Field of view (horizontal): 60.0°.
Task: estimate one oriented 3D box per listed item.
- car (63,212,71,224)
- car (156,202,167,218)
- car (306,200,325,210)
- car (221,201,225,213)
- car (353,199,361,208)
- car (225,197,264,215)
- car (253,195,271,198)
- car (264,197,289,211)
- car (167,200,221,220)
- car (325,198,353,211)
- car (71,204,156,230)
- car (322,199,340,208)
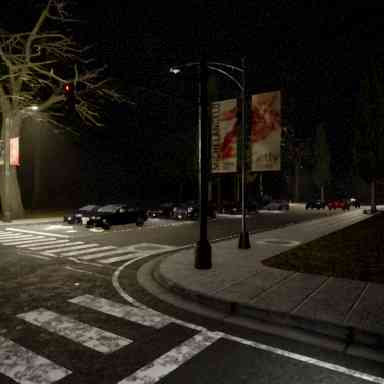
[{"bbox_3d":[-7.187,1.637,24.303,1.994,1.385,4.181,0,0,36],"label":"car"},{"bbox_3d":[-1.855,1.666,31.847,2.033,1.411,5.357,0,0,35],"label":"car"},{"bbox_3d":[17.858,1.823,48.217,1.812,1.442,4.674,0,0,35],"label":"car"},{"bbox_3d":[3.875,1.776,39.995,1.895,1.301,4.718,0,0,35],"label":"car"},{"bbox_3d":[26.438,1.892,54.763,2.128,1.511,4.902,0,-1,35],"label":"car"},{"bbox_3d":[5.931,1.680,37.263,1.837,1.490,4.892,0,0,35],"label":"car"},{"bbox_3d":[9.961,1.471,48.559,2.150,2.045,5.566,0,0,38],"label":"car"},{"bbox_3d":[11.883,1.772,45.652,1.812,1.442,4.674,0,0,36],"label":"car"},{"bbox_3d":[0.275,1.472,29.237,2.097,1.767,4.553,0,0,35],"label":"car"},{"bbox_3d":[20.677,1.658,46.581,2.097,1.767,4.553,0,0,35],"label":"car"},{"bbox_3d":[-4.977,1.566,21.782,2.128,1.511,4.902,0,0,35],"label":"car"},{"bbox_3d":[23.550,1.916,56.318,1.812,1.442,4.674,0,-1,35],"label":"car"}]
